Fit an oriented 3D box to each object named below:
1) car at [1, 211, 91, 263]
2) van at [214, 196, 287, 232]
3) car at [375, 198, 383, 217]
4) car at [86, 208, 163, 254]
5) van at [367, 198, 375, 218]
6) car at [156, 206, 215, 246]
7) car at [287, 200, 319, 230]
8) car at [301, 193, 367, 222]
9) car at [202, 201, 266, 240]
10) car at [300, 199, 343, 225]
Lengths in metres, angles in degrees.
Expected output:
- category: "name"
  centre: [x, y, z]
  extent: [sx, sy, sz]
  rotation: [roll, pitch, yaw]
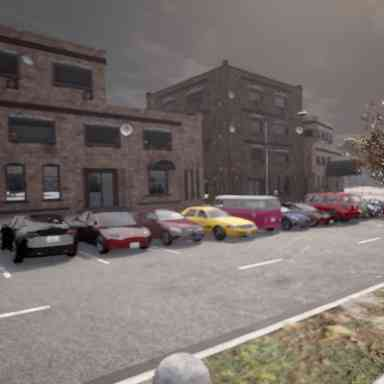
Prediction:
- category: "car"
  centre: [-5.704, 1.519, 12.248]
  extent: [2.163, 1.488, 4.792]
  rotation: [0, 0, -36]
- category: "van"
  centre: [2.860, 1.204, 19.017]
  extent: [1.878, 1.987, 4.442]
  rotation: [-1, 0, -39]
- category: "car"
  centre: [13.256, 1.182, 27.715]
  extent: [2.185, 1.767, 4.553]
  rotation: [-1, 0, -41]
- category: "car"
  centre: [-3.490, 1.507, 13.843]
  extent: [2.163, 1.488, 4.792]
  rotation: [0, 0, -37]
- category: "van"
  centre: [11.264, 1.110, 25.803]
  extent: [1.878, 1.987, 4.442]
  rotation: [-1, 0, -41]
- category: "car"
  centre: [-1.344, 1.503, 15.534]
  extent: [2.002, 1.452, 4.674]
  rotation: [0, 0, -38]
- category: "car"
  centre: [5.037, 1.449, 20.644]
  extent: [2.002, 1.452, 4.674]
  rotation: [0, 0, -39]
- category: "car"
  centre: [9.094, 1.113, 24.116]
  extent: [2.435, 2.045, 5.566]
  rotation: [-1, 0, -40]
- category: "car"
  centre: [0.918, 1.443, 17.071]
  extent: [1.946, 1.575, 5.366]
  rotation: [0, 0, -38]
- category: "car"
  centre: [7.061, 1.418, 22.301]
  extent: [2.163, 1.488, 4.792]
  rotation: [-1, 0, -40]
